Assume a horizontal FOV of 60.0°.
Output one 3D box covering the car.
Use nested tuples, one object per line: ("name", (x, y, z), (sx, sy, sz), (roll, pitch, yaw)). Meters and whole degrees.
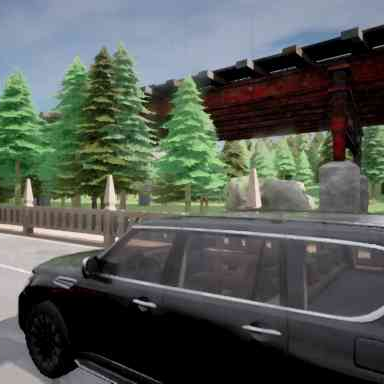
("car", (0.269, 1.222, 3.805), (5.566, 2.045, 2.150), (0, 0, 36))
